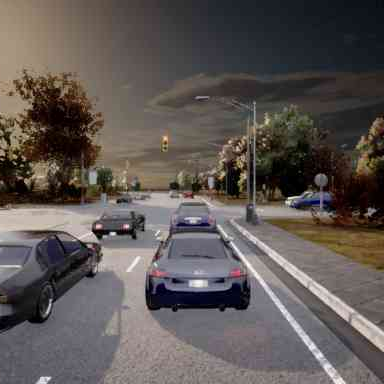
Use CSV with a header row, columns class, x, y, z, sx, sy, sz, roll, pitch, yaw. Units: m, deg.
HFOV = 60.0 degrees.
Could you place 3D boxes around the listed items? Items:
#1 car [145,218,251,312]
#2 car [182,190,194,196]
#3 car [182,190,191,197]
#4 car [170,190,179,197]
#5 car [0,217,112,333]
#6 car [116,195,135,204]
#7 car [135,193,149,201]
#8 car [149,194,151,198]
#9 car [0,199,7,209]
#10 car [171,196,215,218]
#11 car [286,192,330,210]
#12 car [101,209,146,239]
class,x,y,z,sx,sy,sz,roll,pitch,yaw
car,0.081,1.541,7.755,1.994,1.385,4.181,0,0,-1
car,-0.772,0.566,83.475,2.150,2.045,5.566,0,1,-4
car,-1.589,0.393,94.123,2.097,1.767,4.553,0,1,-7
car,-4.320,0.886,84.154,1.994,1.385,4.181,0,1,-4
car,-3.417,1.528,7.067,2.033,1.411,5.357,0,0,-1
car,-10.786,1.263,52.951,1.895,1.301,4.718,0,0,0
car,-10.797,1.021,68.704,2.128,1.511,4.902,0,1,-1
car,-11.181,0.970,81.411,1.895,1.301,4.718,0,1,-2
car,-24.269,1.241,38.550,5.008,1.535,1.882,0,1,-3
car,0.044,1.271,16.389,2.097,1.767,4.553,0,0,0
car,14.021,0.993,37.455,5.566,2.045,2.150,0,0,-3
car,-3.477,1.518,16.711,1.895,1.301,4.718,0,0,-1
